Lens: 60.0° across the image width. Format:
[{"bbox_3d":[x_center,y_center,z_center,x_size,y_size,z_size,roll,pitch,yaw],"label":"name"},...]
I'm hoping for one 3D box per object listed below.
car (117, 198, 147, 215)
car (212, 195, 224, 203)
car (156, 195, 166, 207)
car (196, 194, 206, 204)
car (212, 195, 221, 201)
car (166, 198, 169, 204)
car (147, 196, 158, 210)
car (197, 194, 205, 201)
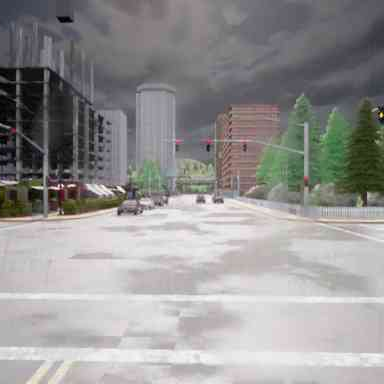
[{"bbox_3d":[-6.162,1.515,33.631,1.812,1.442,4.674,0,0,2],"label":"car"},{"bbox_3d":[5.255,1.504,65.670,1.812,1.442,4.674,0,0,1],"label":"car"},{"bbox_3d":[-5.687,1.335,51.726,2.097,1.767,4.553,0,0,1],"label":"car"},{"bbox_3d":[1.748,1.580,65.439,1.895,1.301,4.718,0,0,1],"label":"car"},{"bbox_3d":[5.476,1.398,74.566,1.895,1.301,4.718,0,0,1],"label":"car"},{"bbox_3d":[-5.415,1.544,61.648,1.994,1.385,4.181,0,0,2],"label":"car"},{"bbox_3d":[-5.918,1.512,42.721,1.812,1.442,4.674,0,0,1],"label":"car"},{"bbox_3d":[1.976,1.302,74.624,1.837,1.490,4.892,0,0,1],"label":"car"}]
